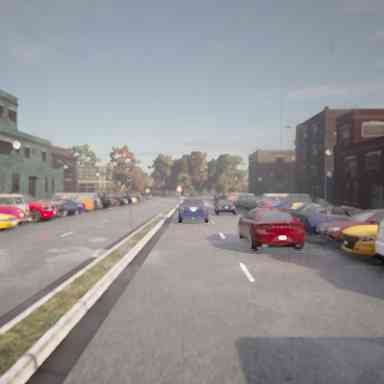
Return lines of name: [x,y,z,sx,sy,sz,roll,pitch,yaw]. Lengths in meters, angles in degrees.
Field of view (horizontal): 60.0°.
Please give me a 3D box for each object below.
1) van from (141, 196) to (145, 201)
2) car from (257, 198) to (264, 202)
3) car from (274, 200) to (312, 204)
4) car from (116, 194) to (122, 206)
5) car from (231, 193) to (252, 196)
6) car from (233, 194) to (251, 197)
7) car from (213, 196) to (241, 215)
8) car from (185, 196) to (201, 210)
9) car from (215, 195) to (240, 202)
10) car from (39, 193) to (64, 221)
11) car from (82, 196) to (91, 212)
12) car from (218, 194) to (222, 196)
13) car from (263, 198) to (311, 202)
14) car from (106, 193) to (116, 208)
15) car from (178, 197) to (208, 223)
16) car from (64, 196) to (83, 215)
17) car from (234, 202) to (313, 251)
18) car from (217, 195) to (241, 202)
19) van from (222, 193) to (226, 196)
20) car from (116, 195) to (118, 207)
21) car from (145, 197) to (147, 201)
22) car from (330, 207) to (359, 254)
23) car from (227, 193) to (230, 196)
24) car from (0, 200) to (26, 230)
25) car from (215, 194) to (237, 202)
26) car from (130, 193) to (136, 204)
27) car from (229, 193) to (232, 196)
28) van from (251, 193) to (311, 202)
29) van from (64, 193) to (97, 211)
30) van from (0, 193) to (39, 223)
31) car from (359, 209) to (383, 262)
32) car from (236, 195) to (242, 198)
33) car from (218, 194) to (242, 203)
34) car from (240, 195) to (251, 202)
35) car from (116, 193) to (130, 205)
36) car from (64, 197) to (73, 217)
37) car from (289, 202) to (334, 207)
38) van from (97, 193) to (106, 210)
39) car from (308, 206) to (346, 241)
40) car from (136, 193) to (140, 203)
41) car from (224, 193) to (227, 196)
van: [-12.415,1.155,68.045,4.442,1.987,1.878,0,0,0]
car: [7.632,1.412,24.914,4.674,1.452,2.002,0,0,0]
car: [7.629,1.389,19.400,4.892,1.521,2.231,0,0,0]
car: [-12.542,1.386,45.870,4.674,1.452,2.002,0,0,0]
car: [7.600,1.224,41.455,4.553,1.767,2.185,0,0,0]
car: [7.626,1.352,38.699,4.892,1.521,2.231,0,0,0]
car: [3.100,1.425,32.274,2.033,1.411,5.357,0,0,0]
car: [0.091,1.347,41.638,1.882,1.535,5.008,0,0,0]
car: [7.631,1.364,71.789,5.008,1.535,2.097,0,0,0]
car: [-12.530,1.107,23.700,5.566,2.045,2.435,0,0,0]
car: [-12.551,1.386,31.914,4.674,1.452,2.002,0,0,0]
car: [7.444,1.357,55.242,5.366,1.575,1.946,0,0,0]
car: [7.821,1.377,22.156,5.366,1.575,1.946,0,0,0]
car: [-12.577,1.092,40.376,5.566,2.045,2.435,0,0,0]
car: [0.094,1.243,24.770,2.097,1.767,4.553,0,0,0]
car: [-12.525,1.378,29.260,4.792,1.488,2.163,0,0,0]
car: [3.108,1.406,13.842,1.882,1.535,5.008,0,0,0]
car: [7.624,1.407,69.033,4.674,1.452,2.002,0,0,0]
van: [7.513,1.130,52.485,4.442,1.987,1.878,0,0,0]
car: [-12.544,1.384,43.155,4.674,1.452,2.002,0,0,0]
car: [-12.562,1.249,70.953,4.553,1.767,2.185,0,0,0]
car: [7.643,1.420,11.128,5.008,1.535,2.097,0,0,0]
car: [7.662,1.225,46.970,4.553,1.767,2.185,0,0,0]
car: [-12.376,1.371,18.144,5.366,1.575,1.946,0,0,0]
car: [7.594,1.231,74.551,4.553,1.767,2.185,0,0,0]
car: [-12.569,1.108,54.273,5.566,2.045,2.435,0,0,0]
car: [7.662,1.224,44.213,4.553,1.767,2.185,0,0,0]
van: [7.517,1.140,27.547,4.442,1.987,1.878,0,0,0]
van: [-12.669,1.118,34.819,4.442,1.987,1.878,0,0,0]
van: [-12.443,1.140,20.923,4.442,1.987,1.878,0,0,0]
car: [7.666,1.182,8.371,5.566,2.045,2.435,0,0,0]
car: [7.626,1.354,35.941,4.892,1.521,2.231,0,0,0]
car: [7.596,1.244,66.275,4.553,1.767,2.185,0,0,0]
car: [7.627,1.357,33.184,4.892,1.521,2.231,0,0,0]
car: [-12.515,1.099,48.588,5.566,2.045,2.435,0,0,0]
car: [-12.550,1.355,26.482,4.892,1.521,2.231,0,0,0]
car: [7.666,1.428,16.642,4.792,1.488,2.163,0,0,0]
van: [-12.433,1.116,37.596,4.442,1.987,1.878,0,0,0]
car: [7.639,1.449,13.886,4.674,1.452,2.002,0,0,0]
car: [-12.532,1.370,59.705,5.008,1.535,2.097,0,0,0]
car: [7.635,1.353,49.727,5.008,1.535,2.097,0,0,0]
